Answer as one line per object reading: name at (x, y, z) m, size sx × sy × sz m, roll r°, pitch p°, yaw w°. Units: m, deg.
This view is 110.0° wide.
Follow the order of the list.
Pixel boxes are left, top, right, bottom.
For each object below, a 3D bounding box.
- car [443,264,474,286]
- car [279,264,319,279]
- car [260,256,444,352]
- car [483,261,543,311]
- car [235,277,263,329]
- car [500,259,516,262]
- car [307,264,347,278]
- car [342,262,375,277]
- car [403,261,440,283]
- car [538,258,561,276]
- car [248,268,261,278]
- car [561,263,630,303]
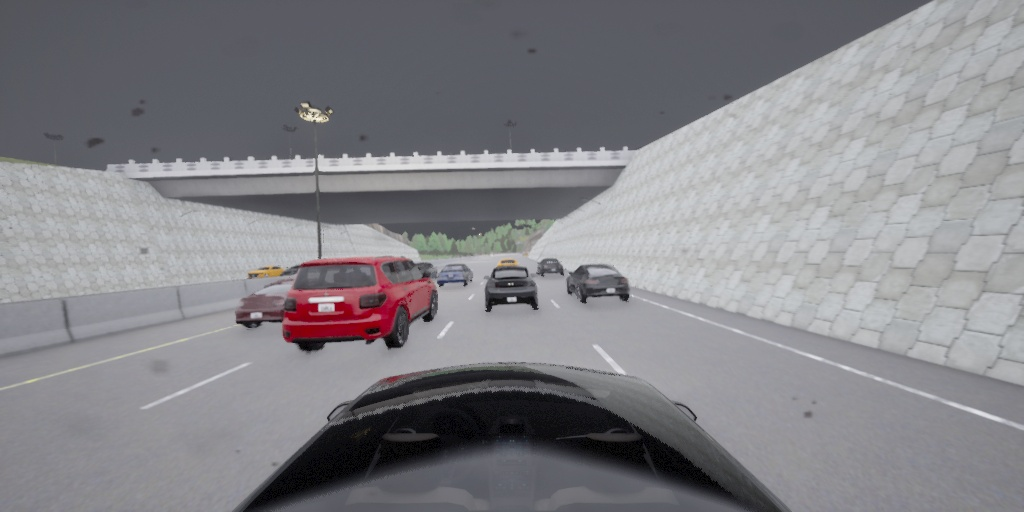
car at (-3.731, 1.227, 24.220) m, size 2.033 × 1.411 × 5.357 m, roll -2°, pitch 1°, yaw -1°
car at (-25.171, 1.798, 42.518) m, size 1.837 × 1.490 × 4.892 m, roll -2°, pitch 0°, yaw -1°
car at (-3.497, 1.029, 9.397) m, size 2.150 × 2.045 × 5.566 m, roll -2°, pitch 1°, yaw -1°
car at (-0.047, 1.143, 14.051) m, size 1.837 × 1.490 × 4.892 m, roll -2°, pitch 1°, yaw -1°
car at (-7.020, 1.436, 12.090) m, size 1.812 × 1.442 × 4.674 m, roll -2°, pitch 1°, yaw -1°
car at (-0.319, 0.974, 30.727) m, size 1.882 × 1.535 × 5.008 m, roll -2°, pitch 1°, yaw -1°
car at (-21.674, 1.715, 42.313) m, size 2.033 × 1.411 × 5.357 m, roll -2°, pitch 0°, yaw -1°
car at (-18.181, 1.542, 42.687) m, size 1.837 × 1.490 × 4.892 m, roll -2°, pitch 1°, yaw -1°
car at (-7.294, 1.267, 29.359) m, size 1.837 × 1.490 × 4.892 m, roll -2°, pitch 0°, yaw -1°
car at (3.183, 0.899, 30.193) m, size 1.812 × 1.442 × 4.674 m, roll -2°, pitch 1°, yaw -1°
car at (-28.663, 1.901, 42.122) m, size 1.882 × 1.535 × 5.008 m, roll -2°, pitch 1°, yaw -1°
car at (3.440, 1.030, 14.891) m, size 1.812 × 1.442 × 4.674 m, roll -2°, pitch 1°, yaw -1°
